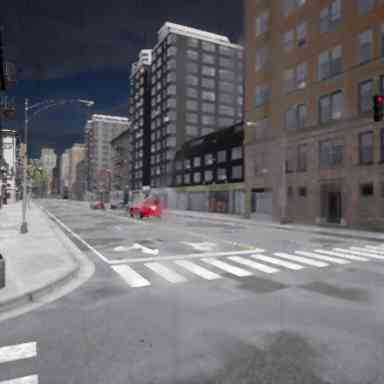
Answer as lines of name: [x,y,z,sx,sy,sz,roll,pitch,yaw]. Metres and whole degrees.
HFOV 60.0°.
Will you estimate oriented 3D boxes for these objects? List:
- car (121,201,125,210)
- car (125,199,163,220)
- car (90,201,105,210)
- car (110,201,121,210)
car: [-8.354,2.188,48.518,1.882,1.535,5.008,1,-1,-26]
car: [-4.792,1.713,33.981,2.150,2.045,5.566,1,-1,-26]
car: [-16.345,2.305,57.548,1.812,1.442,4.674,1,-1,-26]
car: [-12.791,2.309,57.464,2.128,1.511,4.902,1,-1,-26]
